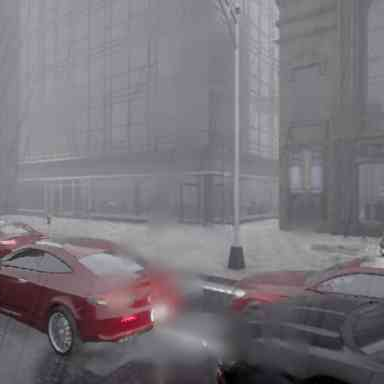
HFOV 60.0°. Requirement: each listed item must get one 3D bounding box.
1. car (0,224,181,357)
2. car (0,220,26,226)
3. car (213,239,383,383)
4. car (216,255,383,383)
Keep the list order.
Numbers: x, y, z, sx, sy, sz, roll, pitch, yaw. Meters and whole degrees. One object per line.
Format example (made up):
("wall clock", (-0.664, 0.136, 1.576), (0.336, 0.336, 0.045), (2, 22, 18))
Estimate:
("car", (-2.335, 1.546, 6.033), (4.674, 1.442, 1.812), (0, 0, 36))
("car", (-6.593, 1.615, 11.376), (4.206, 1.307, 1.802), (0, 0, 36))
("car", (2.566, 1.604, 4.805), (4.206, 1.307, 1.802), (0, 0, 36))
("car", (2.540, 1.492, 2.535), (5.008, 1.535, 1.882), (0, 0, 36))
